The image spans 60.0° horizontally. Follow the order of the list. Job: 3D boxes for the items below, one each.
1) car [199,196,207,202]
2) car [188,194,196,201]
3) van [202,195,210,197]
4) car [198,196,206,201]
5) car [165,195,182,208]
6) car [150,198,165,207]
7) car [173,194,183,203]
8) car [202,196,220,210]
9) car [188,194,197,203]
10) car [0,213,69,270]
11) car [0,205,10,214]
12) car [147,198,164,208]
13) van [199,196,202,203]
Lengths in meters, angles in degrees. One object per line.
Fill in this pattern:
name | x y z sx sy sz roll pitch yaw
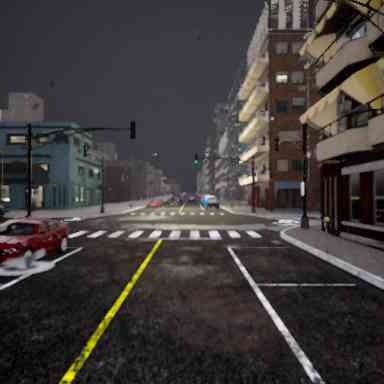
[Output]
car | 2.716 1.721 82.829 1.947 1.339 4.313 1 0 0
car | 0.013 1.344 83.644 2.097 1.767 4.553 0 0 0
van | 2.713 1.451 49.344 1.690 1.788 3.998 1 0 0
car | 2.717 1.726 88.410 1.947 1.339 4.313 1 0 0
car | -3.059 1.620 52.014 1.837 1.490 4.892 0 0 0
car | -5.669 1.664 54.890 1.887 1.381 4.507 1 0 0
car | -2.988 1.363 68.283 2.150 2.045 5.566 0 0 0
car | 2.710 1.651 43.764 2.008 1.369 4.403 1 0 0
car | 0.013 1.689 73.631 1.994 1.385 4.181 0 0 0
car | -5.644 1.576 11.246 1.887 1.381 4.507 1 0 0
car | -19.712 1.778 31.561 4.403 1.369 2.008 0 -1 1
car | -5.671 1.691 49.310 1.802 1.307 4.206 1 0 0
van | 2.716 1.469 60.507 1.690 1.788 3.998 1 0 0
